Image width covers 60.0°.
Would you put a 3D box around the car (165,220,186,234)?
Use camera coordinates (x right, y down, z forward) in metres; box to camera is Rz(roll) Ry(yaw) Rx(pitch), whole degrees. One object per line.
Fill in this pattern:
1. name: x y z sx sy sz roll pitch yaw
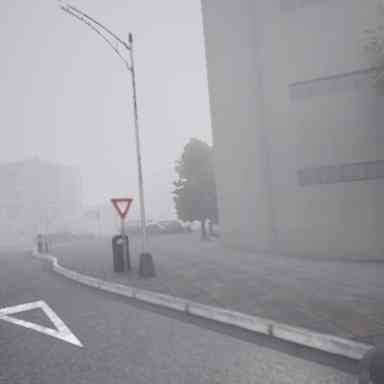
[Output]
1. car: -4.129 4.935 44.872 5.566 2.045 2.435 -5 -7 12

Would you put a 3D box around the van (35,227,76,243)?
1. van: -17.472 5.482 41.731 4.442 1.987 1.878 -5 -7 12

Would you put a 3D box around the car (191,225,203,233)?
1. car: -1.081 6.741 58.387 4.792 1.488 2.163 -5 -7 12

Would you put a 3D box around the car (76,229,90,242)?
1. car: -16.759 5.977 44.379 5.008 1.535 2.097 -5 -7 12

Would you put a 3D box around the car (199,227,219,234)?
1. car: 4.242 9.513 82.802 4.674 1.452 2.002 -5 -7 12

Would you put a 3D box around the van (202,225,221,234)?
1. van: 4.936 9.546 85.524 4.442 1.987 1.878 -5 -7 12

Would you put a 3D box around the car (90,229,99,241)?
1. car: -16.138 6.151 47.096 4.553 1.767 2.185 -5 -7 12

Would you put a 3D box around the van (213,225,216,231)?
1. van: 2.329 8.341 74.722 4.442 1.987 1.878 -5 -7 12

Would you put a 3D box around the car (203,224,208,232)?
1. car: -0.335 7.001 61.071 5.366 1.575 1.946 -5 -7 12

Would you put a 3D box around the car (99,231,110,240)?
1. car: -15.720 6.612 49.958 5.366 1.575 1.946 -5 -7 12

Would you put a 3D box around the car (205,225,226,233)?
1. car: 6.632 10.449 93.683 5.566 2.045 2.435 -5 -7 12

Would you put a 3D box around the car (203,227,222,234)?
1. car: 5.461 10.114 88.224 4.792 1.488 2.163 -5 -7 12

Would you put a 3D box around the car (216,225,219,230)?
1. car: 3.074 8.874 77.505 5.008 1.535 2.097 -5 -7 12

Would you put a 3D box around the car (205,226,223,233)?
1. car: 5.988 10.272 90.966 4.553 1.767 2.185 -5 -7 12

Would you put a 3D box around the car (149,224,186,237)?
1. car: -3.516 5.520 47.549 4.792 1.488 2.163 -5 -7 12

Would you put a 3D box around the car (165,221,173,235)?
1. car: -5.237 4.621 39.417 4.792 1.488 2.163 -5 -7 12

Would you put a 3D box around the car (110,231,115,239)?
1. car: -14.914 6.931 52.621 4.792 1.488 2.163 -5 -7 12

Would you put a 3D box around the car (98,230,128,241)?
1. car: -13.778 7.543 57.923 4.674 1.452 2.002 -5 -7 12

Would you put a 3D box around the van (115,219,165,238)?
1. van: -5.760 4.097 36.718 4.442 1.987 1.878 -5 -7 12

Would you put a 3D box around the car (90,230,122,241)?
1. car: -14.345 7.250 55.333 4.674 1.452 2.002 -5 -7 12

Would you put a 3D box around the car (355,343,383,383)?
1. car: 3.346 1.551 1.580 4.674 1.442 1.812 1 0 34

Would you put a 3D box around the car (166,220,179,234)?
1. car: -4.667 4.885 42.179 5.008 1.535 2.097 -5 -7 11
